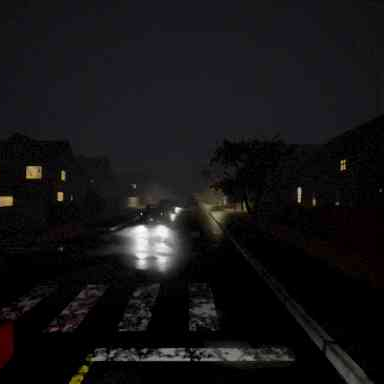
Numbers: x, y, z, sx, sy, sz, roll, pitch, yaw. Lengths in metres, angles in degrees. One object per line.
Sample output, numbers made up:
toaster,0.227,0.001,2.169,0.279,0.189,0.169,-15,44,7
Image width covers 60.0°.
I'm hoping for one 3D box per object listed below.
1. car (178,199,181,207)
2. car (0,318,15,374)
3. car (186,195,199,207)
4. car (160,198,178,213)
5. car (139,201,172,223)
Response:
car,-2.860,1.637,52.773,2.128,1.511,4.902,0,0,0
car,-2.861,1.604,1.405,1.895,1.301,4.718,0,0,0
car,0.051,1.649,53.907,1.837,1.490,4.892,0,-2,0
car,-2.880,1.554,37.605,1.882,1.535,5.008,0,0,0
car,-2.870,1.642,25.732,1.895,1.301,4.718,0,0,0
